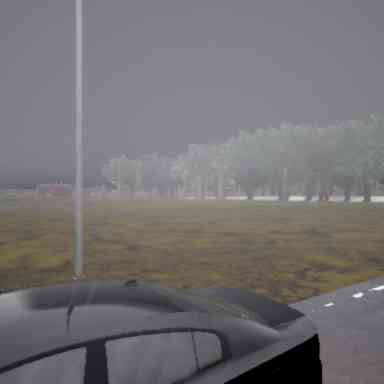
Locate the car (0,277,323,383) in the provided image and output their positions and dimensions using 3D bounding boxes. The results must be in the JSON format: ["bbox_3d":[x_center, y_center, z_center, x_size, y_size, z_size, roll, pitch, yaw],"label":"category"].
[{"bbox_3d":[-1.175,1.478,2.232,5.008,1.535,1.882,0,0,-36],"label":"car"}]
